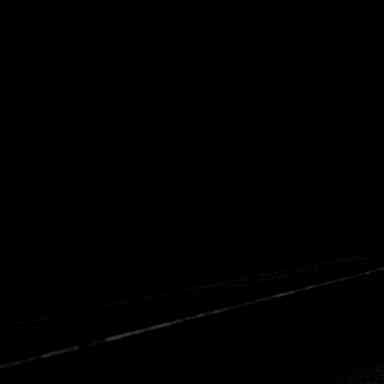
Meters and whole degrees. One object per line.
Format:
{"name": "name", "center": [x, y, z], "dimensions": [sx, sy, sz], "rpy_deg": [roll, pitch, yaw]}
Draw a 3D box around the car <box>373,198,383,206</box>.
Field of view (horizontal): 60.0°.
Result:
{"name": "car", "center": [32.395, 1.829, 57.557], "dimensions": [2.128, 1.511, 4.902], "rpy_deg": [2, 0, -11]}
